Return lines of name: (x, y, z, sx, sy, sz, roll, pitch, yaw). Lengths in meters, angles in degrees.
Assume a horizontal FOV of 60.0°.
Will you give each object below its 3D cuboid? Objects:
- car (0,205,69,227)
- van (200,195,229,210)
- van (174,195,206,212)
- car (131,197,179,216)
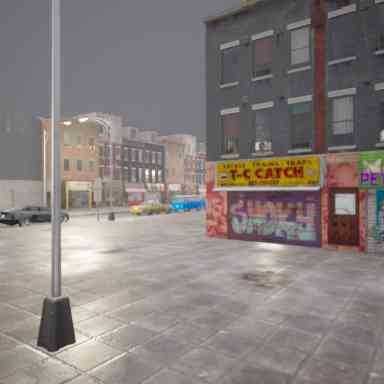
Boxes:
car: (-10.333, 1.522, 22.111, 1.947, 1.339, 4.313, 0, 0, 36)
van: (2.845, 1.234, 40.520, 1.690, 1.788, 3.998, 0, 0, 36)
van: (-0.449, 1.249, 35.918, 1.690, 1.788, 3.998, 0, 0, 36)
car: (-3.645, 1.449, 31.454, 1.752, 1.417, 4.829, 0, 0, 36)
